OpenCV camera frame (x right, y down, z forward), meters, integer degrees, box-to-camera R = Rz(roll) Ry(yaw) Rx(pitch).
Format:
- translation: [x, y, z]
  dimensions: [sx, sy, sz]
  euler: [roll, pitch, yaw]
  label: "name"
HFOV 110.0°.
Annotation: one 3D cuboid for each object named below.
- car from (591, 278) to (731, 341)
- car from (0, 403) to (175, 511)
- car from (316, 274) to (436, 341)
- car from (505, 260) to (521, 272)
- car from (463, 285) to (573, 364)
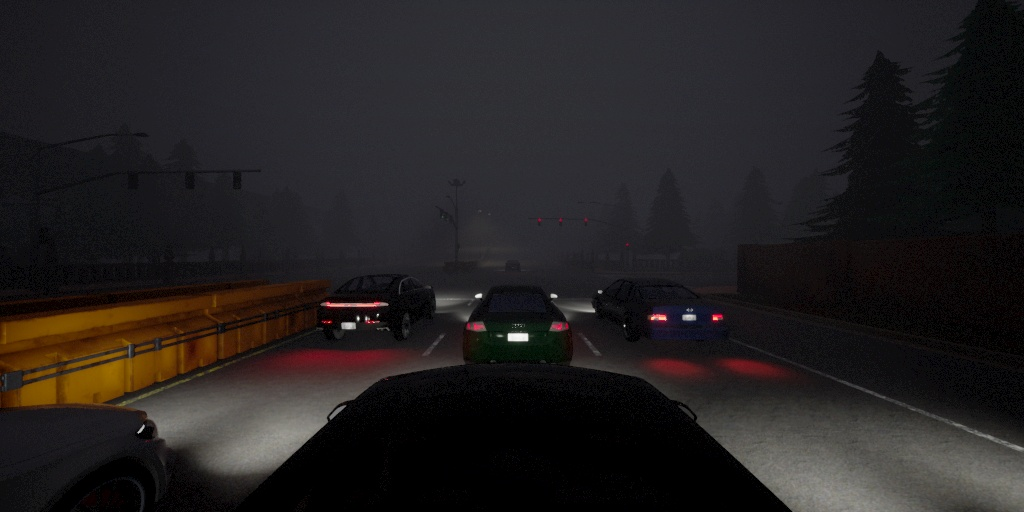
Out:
- translation: [3.600, 1.297, 9.793]
  dimensions: [2.033, 1.411, 5.357]
  euler: [0, 0, 0]
  label: "car"
- translation: [-3.403, 1.276, 0.651]
  dimensions: [1.812, 1.442, 4.674]
  euler: [0, 0, 0]
  label: "car"
- translation: [-3.400, 1.241, 9.887]
  dimensions: [2.128, 1.511, 4.902]
  euler: [0, 0, 0]
  label: "car"
- translation: [0.100, 1.228, 45.426]
  dimensions: [1.882, 1.535, 5.008]
  euler: [0, 0, 0]
  label: "car"
- translation: [0.099, 1.314, 7.936]
  dimensions: [1.994, 1.385, 4.181]
  euler: [0, 0, 0]
  label: "car"
